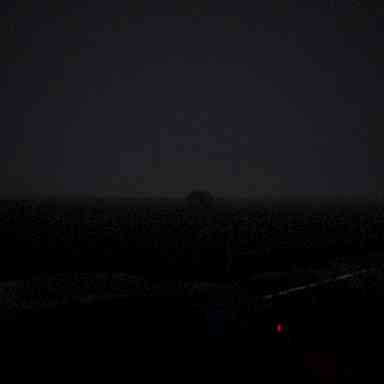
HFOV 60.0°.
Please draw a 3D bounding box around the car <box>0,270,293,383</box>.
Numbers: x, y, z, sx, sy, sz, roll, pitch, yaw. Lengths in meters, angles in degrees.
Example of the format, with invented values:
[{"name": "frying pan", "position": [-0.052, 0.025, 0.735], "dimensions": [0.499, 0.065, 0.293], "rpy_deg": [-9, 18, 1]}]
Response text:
[{"name": "car", "position": [-1.407, 1.550, 2.978], "dimensions": [5.357, 1.411, 2.033], "rpy_deg": [0, 0, -35]}]
